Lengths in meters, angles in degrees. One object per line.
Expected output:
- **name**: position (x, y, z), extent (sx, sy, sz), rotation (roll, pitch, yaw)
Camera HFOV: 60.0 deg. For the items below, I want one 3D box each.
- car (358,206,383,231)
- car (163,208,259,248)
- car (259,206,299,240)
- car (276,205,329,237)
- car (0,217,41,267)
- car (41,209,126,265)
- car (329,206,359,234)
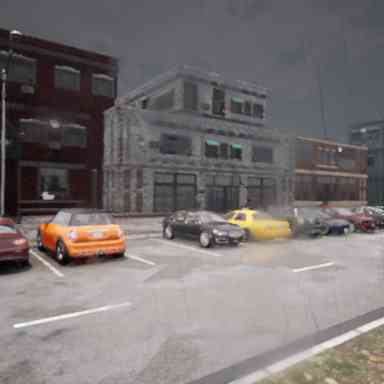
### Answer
- **car**: position (9.370, 1.720, 21.933), extent (2.097, 1.535, 5.008), rotation (1, -1, -35)
- **car**: position (0.410, 1.576, 15.569), extent (2.231, 1.521, 4.892), rotation (1, -1, -35)
- **car**: position (2.572, 1.608, 17.325), extent (1.946, 1.575, 5.366), rotation (1, -1, -35)
- **car**: position (4.867, 1.520, 18.694), extent (2.185, 1.767, 4.553), rotation (1, -1, -36)
- **car**: position (-6.480, 1.518, 10.664), extent (2.002, 1.452, 4.674), rotation (1, 0, -35)
- **car**: position (-4.197, 1.380, 12.249), extent (2.185, 1.767, 4.553), rotation (1, 0, -35)
- **car**: position (7.125, 1.712, 20.296), extent (2.163, 1.488, 4.792), rotation (1, -1, -35)
